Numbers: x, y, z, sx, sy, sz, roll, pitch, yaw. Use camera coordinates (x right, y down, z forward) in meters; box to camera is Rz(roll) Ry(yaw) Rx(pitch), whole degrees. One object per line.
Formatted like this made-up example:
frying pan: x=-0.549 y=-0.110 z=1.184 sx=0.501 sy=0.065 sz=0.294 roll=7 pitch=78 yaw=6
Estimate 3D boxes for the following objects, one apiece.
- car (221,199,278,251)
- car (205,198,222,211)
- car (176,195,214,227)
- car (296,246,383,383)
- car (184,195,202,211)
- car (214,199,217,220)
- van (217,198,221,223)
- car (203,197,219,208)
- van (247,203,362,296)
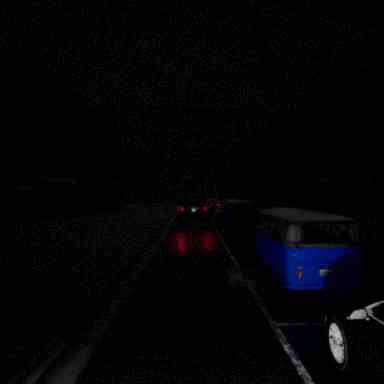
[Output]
car: x=2.638 y=1.300 z=13.851 sx=2.192 sy=1.841 sz=5.009 roll=0 pitch=0 yaw=0
car: x=2.645 y=1.478 z=41.399 sx=1.752 sy=1.417 sz=4.829 roll=0 pitch=0 yaw=0
car: x=0.104 y=1.194 z=22.725 sx=2.150 sy=2.045 sz=5.566 roll=0 pitch=0 yaw=0
car: x=2.636 y=1.548 z=2.900 sx=2.008 sy=1.369 sz=4.403 roll=0 pitch=0 yaw=0
car: x=0.109 y=1.307 z=40.274 sx=2.097 sy=1.767 sz=4.553 roll=0 pitch=0 yaw=0
car: x=2.641 y=1.497 z=24.972 sx=1.752 sy=1.417 sz=4.829 roll=0 pitch=0 yaw=0
van: x=2.639 y=1.320 z=19.326 sx=1.690 sy=1.788 sz=3.998 roll=0 pitch=0 yaw=0
car: x=2.646 y=1.498 z=46.704 sx=2.008 sy=1.369 sz=4.403 roll=0 pitch=0 yaw=0
van: x=2.637 y=1.332 z=8.375 sx=1.690 sy=1.788 sz=3.998 roll=0 pitch=0 yaw=0
